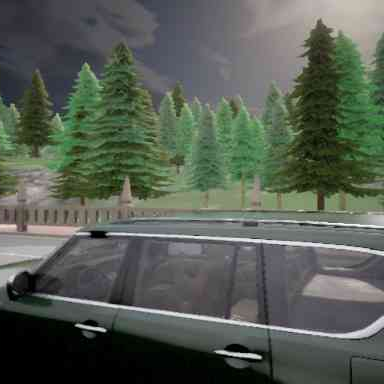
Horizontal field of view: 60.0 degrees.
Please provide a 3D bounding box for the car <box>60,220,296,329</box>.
[{"bbox_3d":[-0.395,1.504,7.316,4.892,1.490,1.837,0,0,26],"label":"car"}]

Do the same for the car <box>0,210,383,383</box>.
[{"bbox_3d":[-0.196,1.218,3.356,5.566,2.045,2.150,0,0,26],"label":"car"}]
